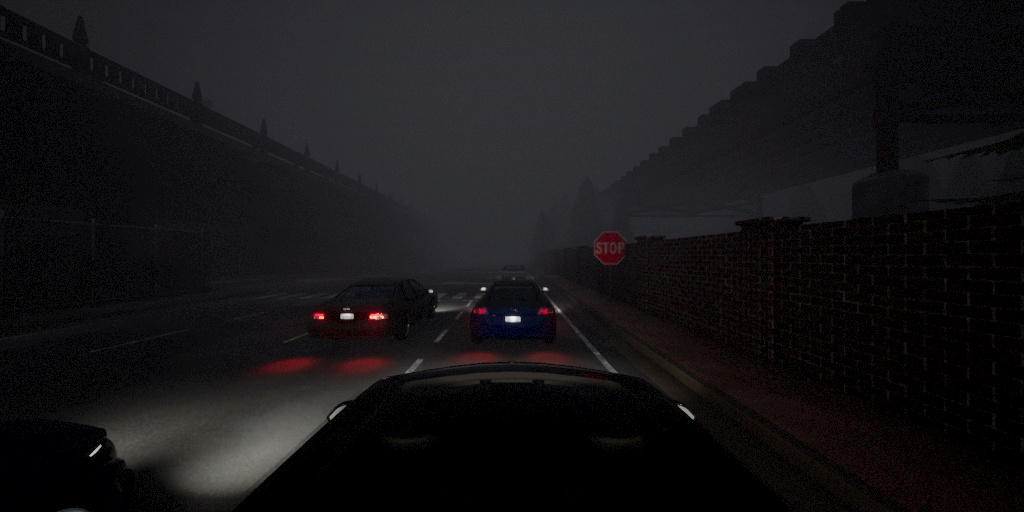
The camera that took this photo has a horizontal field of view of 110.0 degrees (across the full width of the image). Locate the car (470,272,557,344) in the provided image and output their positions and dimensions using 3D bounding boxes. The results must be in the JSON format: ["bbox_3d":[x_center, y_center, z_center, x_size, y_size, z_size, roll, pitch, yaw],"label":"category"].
[{"bbox_3d":[0.063,1.314,9.634,1.994,1.385,4.181,0,0,1],"label":"car"}]

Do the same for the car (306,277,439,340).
[{"bbox_3d":[-3.420,1.297,9.931,2.033,1.411,5.357,0,0,0],"label":"car"}]

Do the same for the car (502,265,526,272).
[{"bbox_3d":[0.150,1.350,28.185,1.895,1.301,4.718,0,0,1],"label":"car"}]

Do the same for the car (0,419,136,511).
[{"bbox_3d":[-3.396,1.276,0.359,1.812,1.442,4.674,0,0,0],"label":"car"}]
